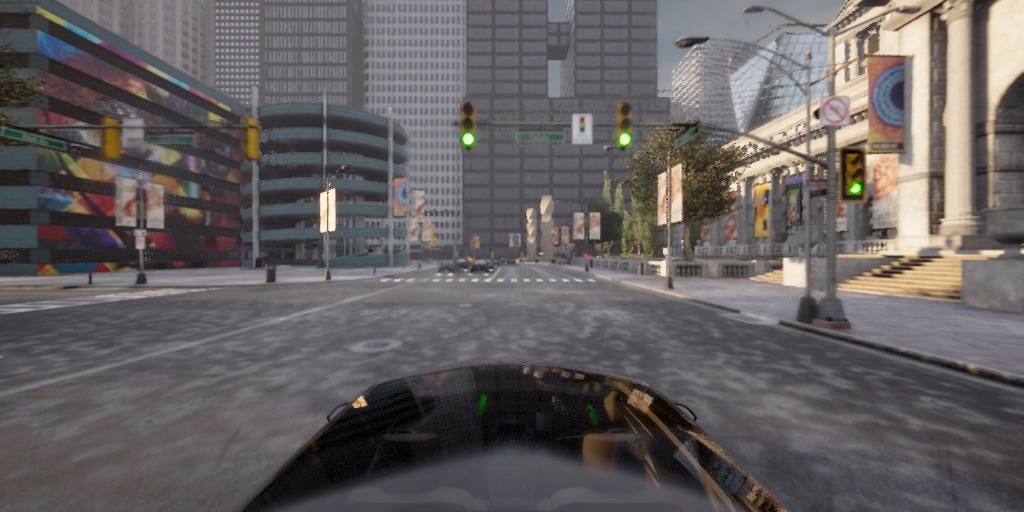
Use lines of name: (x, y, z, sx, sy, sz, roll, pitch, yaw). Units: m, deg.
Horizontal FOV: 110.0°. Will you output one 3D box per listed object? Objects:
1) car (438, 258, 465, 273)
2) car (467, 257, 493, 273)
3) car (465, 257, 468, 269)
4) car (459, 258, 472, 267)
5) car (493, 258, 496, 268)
car: (-7.104, 1.154, 41.169, 2.033, 1.411, 5.357, 0, 0, 0)
car: (-3.608, 1.084, 41.318, 1.882, 1.535, 5.008, 0, 0, 0)
car: (-7.098, 1.049, 50.995, 1.882, 1.535, 5.008, 0, 0, 0)
car: (-7.981, 1.060, 61.229, 1.812, 1.442, 4.674, 0, 0, -10)
car: (-3.615, 1.100, 50.352, 1.812, 1.442, 4.674, 0, 0, 0)
